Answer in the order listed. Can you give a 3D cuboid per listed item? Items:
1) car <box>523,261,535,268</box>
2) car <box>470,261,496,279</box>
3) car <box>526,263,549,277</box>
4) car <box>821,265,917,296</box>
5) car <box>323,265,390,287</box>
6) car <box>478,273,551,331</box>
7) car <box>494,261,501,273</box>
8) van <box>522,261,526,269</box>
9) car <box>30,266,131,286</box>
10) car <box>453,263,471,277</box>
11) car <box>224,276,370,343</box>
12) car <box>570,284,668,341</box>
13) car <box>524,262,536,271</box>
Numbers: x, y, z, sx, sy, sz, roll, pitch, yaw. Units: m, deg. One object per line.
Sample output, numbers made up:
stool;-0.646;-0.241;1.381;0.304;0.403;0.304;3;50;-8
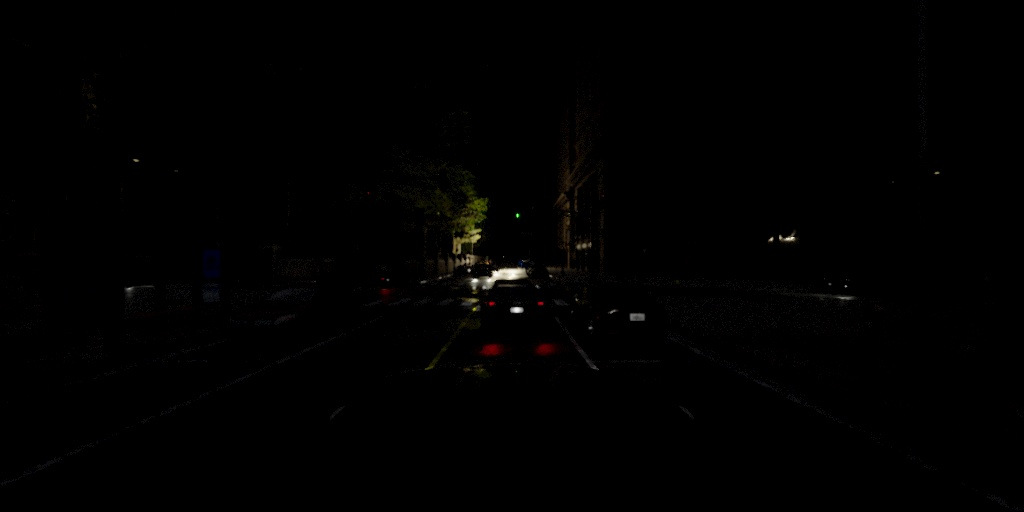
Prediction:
car;2.762;1.751;47.403;1.751;1.417;4.829;0;0;0
car;-3.094;1.622;39.195;1.882;1.535;5.008;0;-1;0
car;2.762;1.681;36.393;1.948;1.339;4.313;0;0;0
car;24.555;1.606;24.565;5.566;2.045;2.150;1;0;0
car;-10.728;1.367;24.590;4.674;1.442;1.812;1;-1;6
car;-0.016;1.418;11.466;1.994;1.385;4.181;0;-1;-4
car;-3.065;1.845;56.502;1.812;1.442;4.674;0;-1;0
van;2.762;1.621;52.654;1.690;1.789;3.998;0;0;0
car;-25.736;1.084;21.421;4.674;1.442;1.812;1;0;0
car;-5.763;1.722;41.833;2.007;1.370;4.403;0;0;0
car;-5.763;1.421;9.975;1.802;1.307;4.207;0;0;0
car;2.762;1.404;9.957;1.948;1.339;4.313;0;0;0
car;2.762;1.736;41.813;1.948;1.339;4.313;0;0;0
